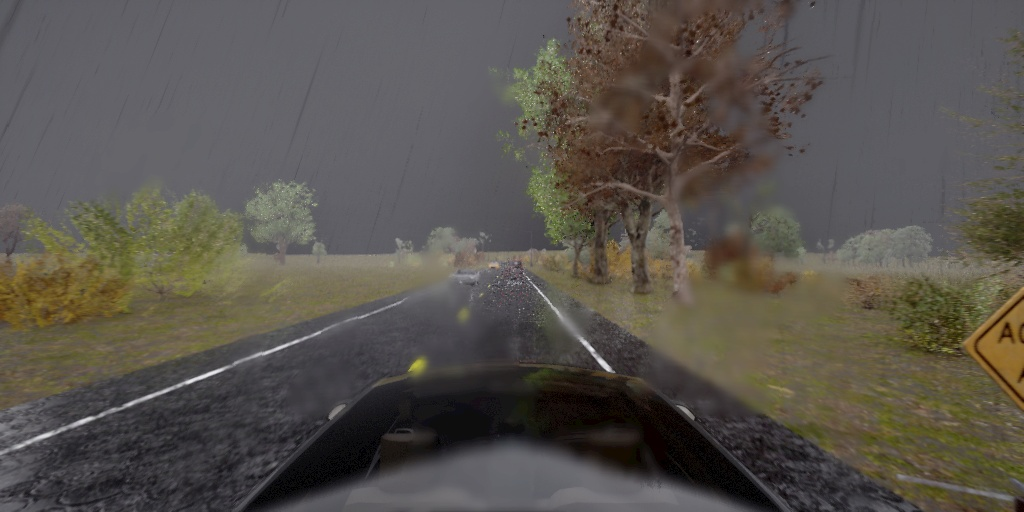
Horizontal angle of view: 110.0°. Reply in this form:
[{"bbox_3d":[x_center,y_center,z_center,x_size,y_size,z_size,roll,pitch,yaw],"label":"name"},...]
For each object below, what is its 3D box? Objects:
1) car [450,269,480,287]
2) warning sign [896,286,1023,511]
[{"bbox_3d":[-3.601,1.668,27.998,1.895,1.301,4.718,0,-1,0],"label":"car"},{"bbox_3d":[3.550,0.874,2.375,1.300,1.860,1.060,0,0,0],"label":"warning sign"}]
